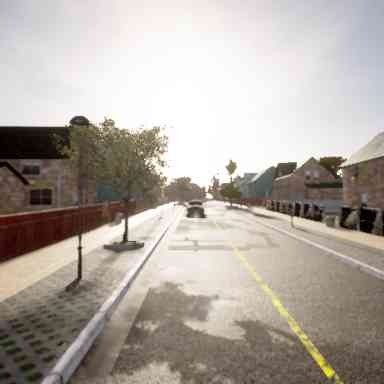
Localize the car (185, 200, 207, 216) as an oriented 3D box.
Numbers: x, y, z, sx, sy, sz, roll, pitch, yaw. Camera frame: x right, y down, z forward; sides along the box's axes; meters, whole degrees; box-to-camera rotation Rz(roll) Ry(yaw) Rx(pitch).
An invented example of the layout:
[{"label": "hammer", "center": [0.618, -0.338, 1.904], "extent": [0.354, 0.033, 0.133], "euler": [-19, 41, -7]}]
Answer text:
[{"label": "car", "center": [0.380, 1.637, 34.322], "extent": [1.837, 1.490, 4.892], "euler": [0, 0, 0]}]
